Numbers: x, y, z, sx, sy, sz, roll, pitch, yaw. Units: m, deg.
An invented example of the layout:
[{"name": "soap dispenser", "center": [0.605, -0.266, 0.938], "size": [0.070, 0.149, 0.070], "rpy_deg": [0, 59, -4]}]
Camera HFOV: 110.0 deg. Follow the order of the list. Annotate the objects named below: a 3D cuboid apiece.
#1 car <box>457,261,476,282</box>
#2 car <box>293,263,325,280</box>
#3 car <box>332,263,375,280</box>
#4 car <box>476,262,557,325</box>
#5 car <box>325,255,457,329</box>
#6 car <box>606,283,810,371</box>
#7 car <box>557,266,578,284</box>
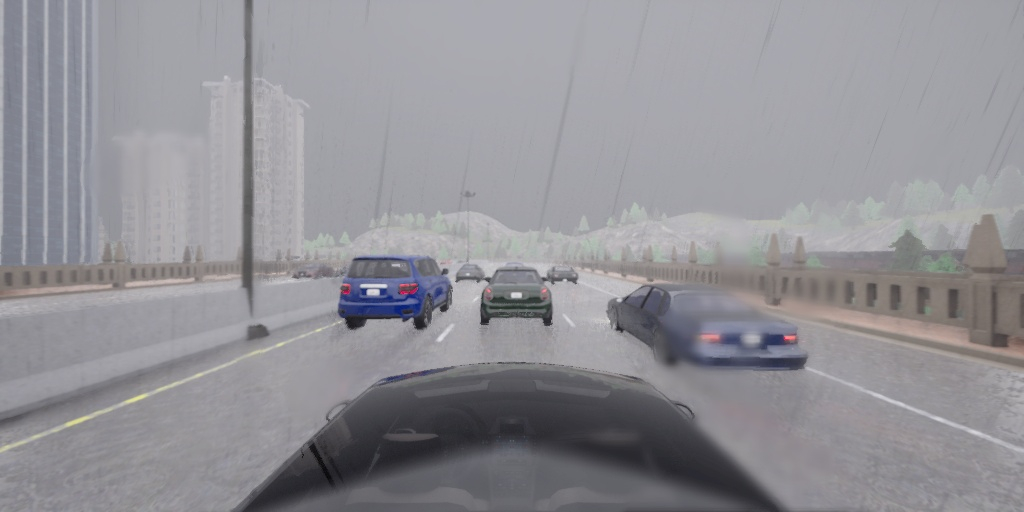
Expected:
[{"name": "car", "center": [-3.328, 1.353, 28.975], "size": [1.994, 1.385, 4.181], "rpy_deg": [0, 0, 0]}, {"name": "car", "center": [-17.512, 1.347, 31.914], "size": [1.994, 1.385, 4.181], "rpy_deg": [0, 0, 0]}, {"name": "car", "center": [-14.012, 1.350, 32.049], "size": [1.994, 1.385, 4.181], "rpy_deg": [0, 0, 0]}, {"name": "car", "center": [0.127, 1.118, 12.096], "size": [2.097, 1.767, 4.553], "rpy_deg": [0, 0, 0]}, {"name": "car", "center": [-3.376, 0.984, 11.425], "size": [2.150, 2.045, 5.566], "rpy_deg": [0, 0, 0]}, {"name": "car", "center": [3.610, 1.310, 7.902], "size": [2.033, 1.411, 5.357], "rpy_deg": [0, 0, 0]}, {"name": "car", "center": [3.666, 1.393, 26.992], "size": [1.895, 1.301, 4.718], "rpy_deg": [0, 0, 0]}]
